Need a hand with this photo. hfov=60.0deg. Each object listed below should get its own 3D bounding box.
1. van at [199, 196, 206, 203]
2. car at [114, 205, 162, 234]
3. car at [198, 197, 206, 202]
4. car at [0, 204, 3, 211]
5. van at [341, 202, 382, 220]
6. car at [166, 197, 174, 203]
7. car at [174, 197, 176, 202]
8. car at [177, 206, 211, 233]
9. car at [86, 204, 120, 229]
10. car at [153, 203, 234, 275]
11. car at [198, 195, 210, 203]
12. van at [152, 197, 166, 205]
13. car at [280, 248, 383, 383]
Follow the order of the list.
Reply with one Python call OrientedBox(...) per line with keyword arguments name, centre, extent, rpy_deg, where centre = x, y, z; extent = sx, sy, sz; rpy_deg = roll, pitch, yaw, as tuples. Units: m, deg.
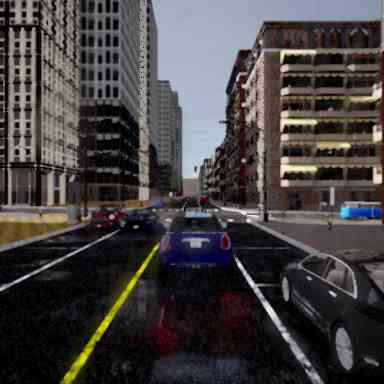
OrientedBox(name="van", centre=(2.721, 1.874, 88.108), extent=(1.690, 1.788, 3.998), rpy_deg=(0, 0, 0))
OrientedBox(name="car", centre=(-2.993, 1.688, 19.760), extent=(1.994, 1.385, 4.181), rpy_deg=(0, 0, 0))
OrientedBox(name="car", centre=(2.724, 2.120, 93.657), extent=(2.008, 1.369, 4.403), rpy_deg=(0, 0, 0))
OrientedBox(name="car", centre=(-21.119, 1.257, 33.121), extent=(4.097, 1.590, 1.967), rpy_deg=(1, -1, 0))
OrientedBox(name="van", centre=(16.942, 1.894, 33.054), extent=(3.998, 1.788, 1.690), rpy_deg=(1, -1, 0))
OrientedBox(name="car", centre=(-5.663, 1.985, 76.837), extent=(1.752, 1.417, 4.829), rpy_deg=(0, 0, 0))
OrientedBox(name="car", centre=(-5.657, 2.009, 93.660), extent=(1.967, 1.590, 4.097), rpy_deg=(0, 0, 0))
OrientedBox(name="car", centre=(0.108, 1.685, 21.206), extent=(1.994, 1.385, 4.181), rpy_deg=(0, 0, 0))
OrientedBox(name="car", centre=(-5.683, 1.567, 22.331), extent=(1.967, 1.590, 4.097), rpy_deg=(0, 0, 0))
OrientedBox(name="car", centre=(0.104, 1.413, 10.869), extent=(2.097, 1.767, 4.553), rpy_deg=(0, 0, 0))
OrientedBox(name="car", centre=(2.715, 1.741, 71.456), extent=(2.192, 1.841, 5.009), rpy_deg=(0, 0, 0))
OrientedBox(name="van", centre=(-5.671, 1.662, 54.805), extent=(1.690, 1.788, 3.998), rpy_deg=(0, 0, 0))
OrientedBox(name="car", centre=(2.692, 1.582, 5.381), extent=(2.008, 1.369, 4.403), rpy_deg=(0, 0, 0))
